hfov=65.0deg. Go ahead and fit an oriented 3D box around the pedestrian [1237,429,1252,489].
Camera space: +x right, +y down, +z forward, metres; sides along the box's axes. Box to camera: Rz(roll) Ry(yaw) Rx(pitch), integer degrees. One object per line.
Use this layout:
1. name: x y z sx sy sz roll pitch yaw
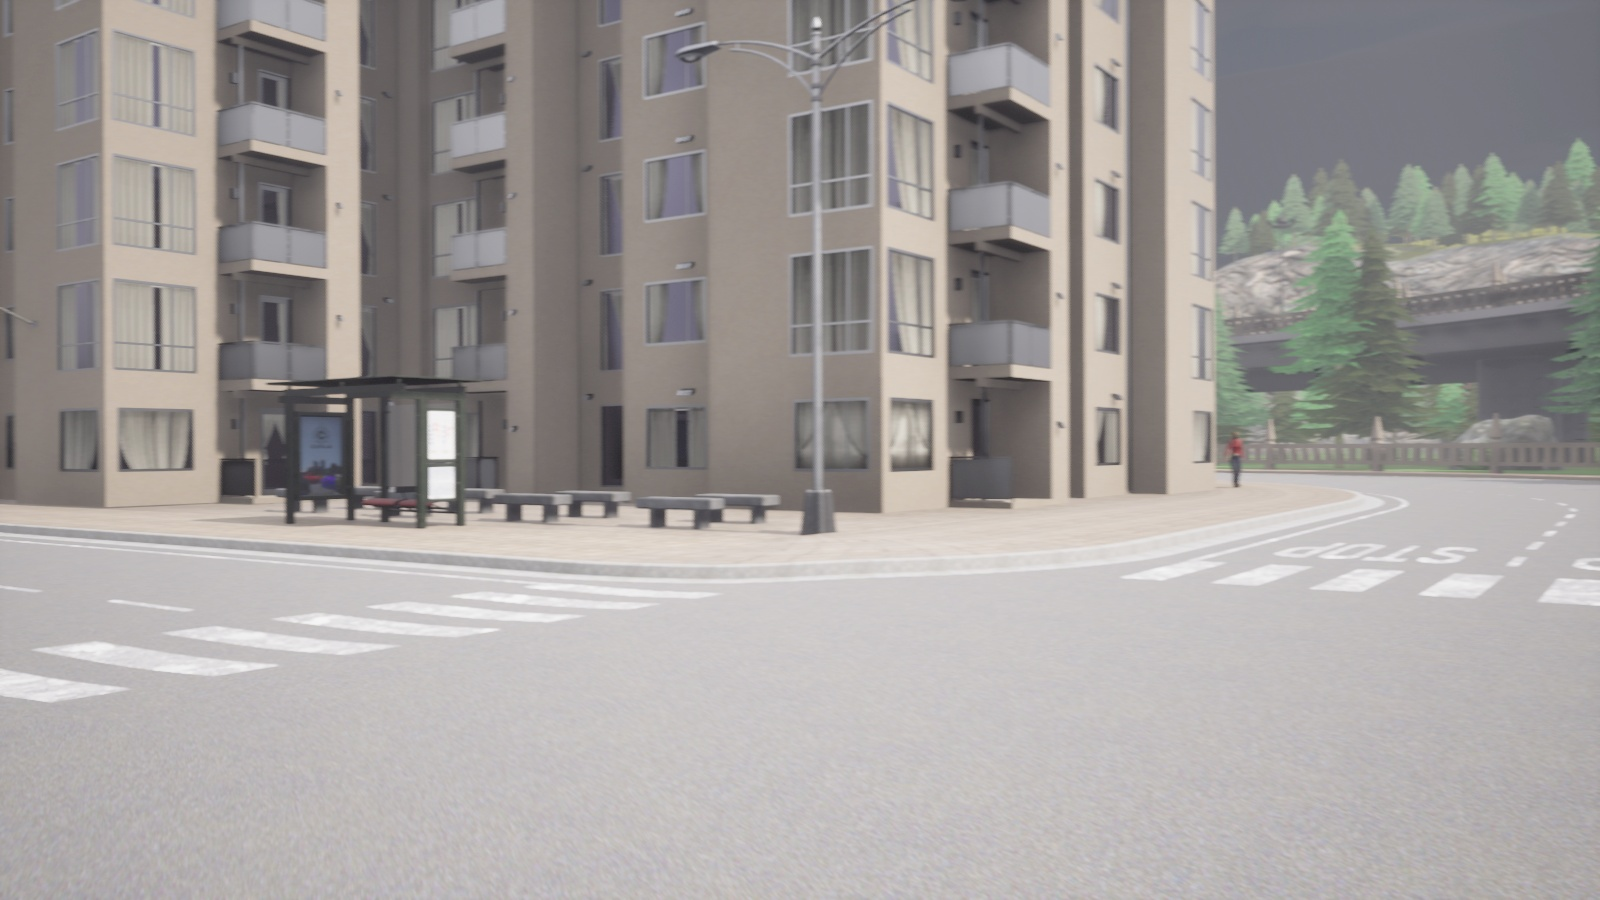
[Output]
1. pedestrian: 13.812 0.281 39.034 0.331 1.846 0.636 0 0 7
